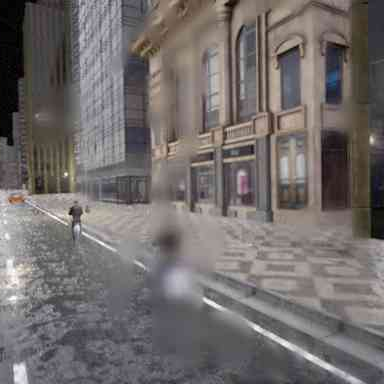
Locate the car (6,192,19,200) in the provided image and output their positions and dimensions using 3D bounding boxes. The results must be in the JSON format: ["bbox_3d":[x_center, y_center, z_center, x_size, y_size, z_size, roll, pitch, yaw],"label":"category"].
[{"bbox_3d":[-36.663,0.745,67.988,2.128,1.511,4.902,-2,2,-30],"label":"car"}]

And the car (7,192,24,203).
[{"bbox_3d":[-28.132,0.779,53.199,2.097,1.767,4.553,-2,2,-30],"label":"car"}]

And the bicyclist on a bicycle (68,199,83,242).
[{"bbox_3d":[-4.982,1.197,14.179,0.659,1.776,1.843,-2,1,-30],"label":"bicyclist on a bicycle"}]

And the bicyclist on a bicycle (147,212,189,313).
[{"bbox_3d":[-0.531,1.257,6.365,0.659,1.776,1.843,-2,1,-30],"label":"bicyclist on a bicycle"}]
